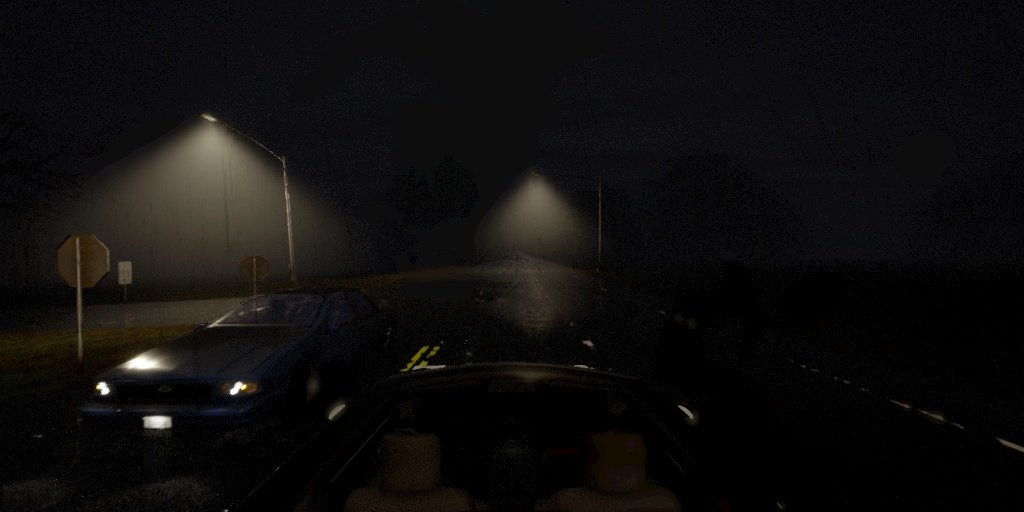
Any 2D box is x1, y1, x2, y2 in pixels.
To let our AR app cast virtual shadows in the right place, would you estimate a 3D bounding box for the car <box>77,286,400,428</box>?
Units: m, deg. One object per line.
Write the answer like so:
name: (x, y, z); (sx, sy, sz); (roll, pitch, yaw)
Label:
car: (-3.545, 1.263, 6.232); (2.033, 1.411, 5.357); (0, 0, 0)
